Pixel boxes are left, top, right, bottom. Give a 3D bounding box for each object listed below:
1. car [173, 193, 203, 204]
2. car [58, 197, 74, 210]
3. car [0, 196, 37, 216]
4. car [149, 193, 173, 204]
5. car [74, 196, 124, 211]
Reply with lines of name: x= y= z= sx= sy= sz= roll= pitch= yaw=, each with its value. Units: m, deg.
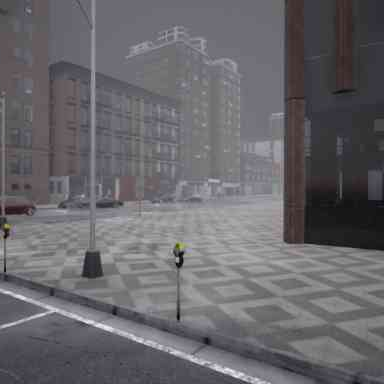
car: x=-0.207 y=0.940 z=48.020 sx=1.812 sy=1.442 sz=4.674 roll=0 pitch=1 yaw=36
car: x=-12.508 y=1.187 z=36.544 sx=1.994 sy=1.385 sz=4.181 roll=0 pitch=1 yaw=34
car: x=-15.265 y=1.124 z=27.106 sx=2.097 sy=1.767 sz=4.553 roll=0 pitch=1 yaw=36
car: x=-4.145 y=0.926 z=48.121 sx=1.837 sy=1.490 sz=4.892 roll=0 pitch=3 yaw=36
car: x=-9.551 y=1.234 z=35.056 sx=1.895 sy=1.301 sz=4.718 roll=0 pitch=1 yaw=36
